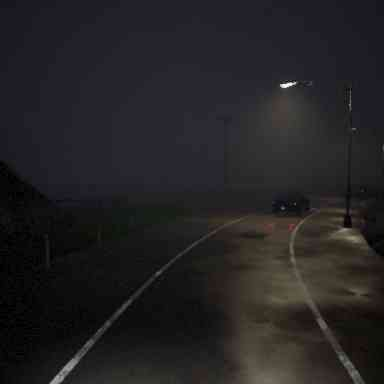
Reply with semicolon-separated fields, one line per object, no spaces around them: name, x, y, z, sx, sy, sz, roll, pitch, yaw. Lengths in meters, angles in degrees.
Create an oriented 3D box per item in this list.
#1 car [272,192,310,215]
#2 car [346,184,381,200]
car;7.038;0.747;23.498;1.812;1.442;4.674;2;4;30
car;19.077;-0.097;36.912;4.553;1.767;2.097;-2;4;-39
